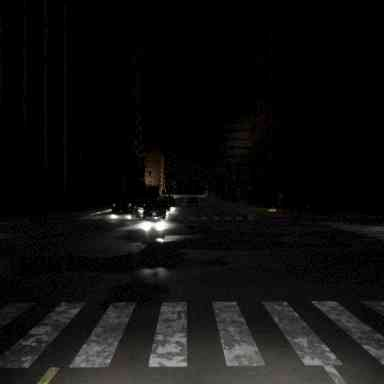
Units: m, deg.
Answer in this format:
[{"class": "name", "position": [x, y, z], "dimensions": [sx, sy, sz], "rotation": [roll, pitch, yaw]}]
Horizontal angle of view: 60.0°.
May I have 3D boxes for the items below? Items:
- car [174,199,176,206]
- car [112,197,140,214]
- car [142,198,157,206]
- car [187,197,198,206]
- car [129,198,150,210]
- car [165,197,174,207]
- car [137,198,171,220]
[{"class": "car", "position": [-3.562, 1.497, 51.299], "dimensions": [2.128, 1.511, 4.902], "rotation": [0, 0, 0]}, {"class": "car", "position": [-7.078, 1.355, 35.530], "dimensions": [2.097, 1.767, 4.553], "rotation": [0, 0, 0]}, {"class": "car", "position": [-7.034, 1.606, 55.263], "dimensions": [1.895, 1.301, 4.718], "rotation": [0, 0, 1]}, {"class": "car", "position": [0.109, 1.553, 56.472], "dimensions": [2.033, 1.411, 5.357], "rotation": [0, 0, 0]}, {"class": "car", "position": [-7.079, 1.552, 45.003], "dimensions": [2.033, 1.411, 5.357], "rotation": [0, 0, 0]}, {"class": "car", "position": [-3.584, 1.567, 39.331], "dimensions": [1.994, 1.385, 4.181], "rotation": [0, 0, 0]}, {"class": "car", "position": [-3.164, 1.470, 27.640], "dimensions": [2.128, 1.511, 4.902], "rotation": [0, -1, -7]}]
